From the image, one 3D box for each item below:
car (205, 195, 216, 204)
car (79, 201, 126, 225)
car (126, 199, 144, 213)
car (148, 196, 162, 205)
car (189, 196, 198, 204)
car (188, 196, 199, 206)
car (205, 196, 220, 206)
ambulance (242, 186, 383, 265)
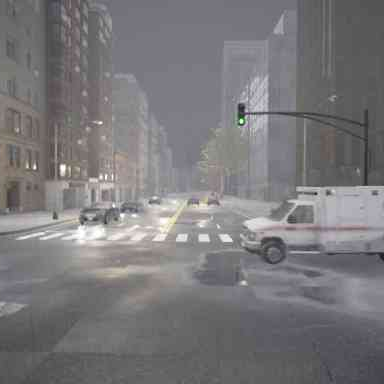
[{"bbox_3d":[3.543,1.453,64.305,1.882,1.535,5.008,0,0,0],"label":"car"},{"bbox_3d":[-6.479,1.433,23.713,2.128,1.511,4.902,0,0,1],"label":"car"},{"bbox_3d":[-6.425,1.484,35.972,2.033,1.411,5.357,0,0,0],"label":"car"},{"bbox_3d":[-6.255,1.468,56.914,2.033,1.411,5.357,0,0,1],"label":"car"},{"bbox_3d":[0.292,1.459,64.319,1.837,1.490,4.892,0,0,0],"label":"car"},{"bbox_3d":[0.246,1.458,53.897,2.128,1.511,4.902,0,0,0],"label":"car"},{"bbox_3d":[3.498,1.513,54.300,1.812,1.442,4.674,0,0,0],"label":"car"},{"bbox_3d":[4.908,1.038,11.137,6.366,2.431,2.351,0,1,0],"label":"ambulance"}]
